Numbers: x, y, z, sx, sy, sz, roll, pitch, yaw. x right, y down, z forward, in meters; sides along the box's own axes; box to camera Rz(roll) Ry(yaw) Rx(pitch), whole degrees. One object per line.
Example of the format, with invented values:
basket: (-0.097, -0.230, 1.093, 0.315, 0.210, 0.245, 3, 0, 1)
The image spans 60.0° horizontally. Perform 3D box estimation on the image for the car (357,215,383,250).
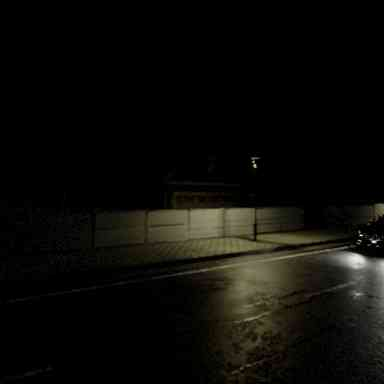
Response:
car: (8.878, 1.652, 14.014, 4.892, 1.490, 1.837, 1, 0, -35)
